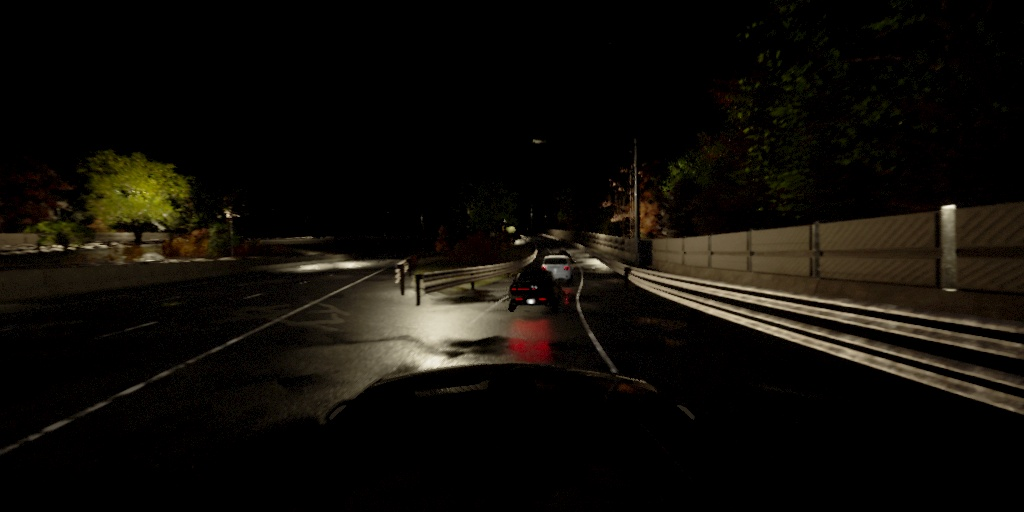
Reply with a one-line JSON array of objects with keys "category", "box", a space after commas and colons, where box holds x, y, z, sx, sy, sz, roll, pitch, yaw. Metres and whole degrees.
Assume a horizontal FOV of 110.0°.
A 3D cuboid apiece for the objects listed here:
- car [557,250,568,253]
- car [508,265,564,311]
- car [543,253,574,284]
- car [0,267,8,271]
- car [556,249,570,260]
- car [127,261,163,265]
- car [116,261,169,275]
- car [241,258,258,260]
[{"category": "car", "box": [7.796, 0.330, 52.811, 1.837, 1.490, 4.892, -1, 3, 7]}, {"category": "car", "box": [1.043, 1.324, 14.851, 1.837, 1.490, 4.892, -2, 0, 9]}, {"category": "car", "box": [3.495, 0.994, 27.284, 2.150, 2.045, 5.566, -1, 1, 12]}, {"category": "car", "box": [-37.426, 1.327, 24.249, 2.097, 1.767, 4.553, -1, 1, -14]}, {"category": "car", "box": [8.907, -0.322, 62.812, 2.033, 1.411, 5.357, -1, 4, 5]}, {"category": "car", "box": [-31.841, 1.227, 30.881, 2.128, 1.511, 4.902, -1, 1, -14]}, {"category": "car", "box": [-41.354, 1.347, 40.278, 1.895, 1.301, 4.718, -1, 1, -13]}, {"category": "car", "box": [-36.436, 0.974, 49.675, 1.837, 1.490, 4.892, -1, 1, -14]}]
